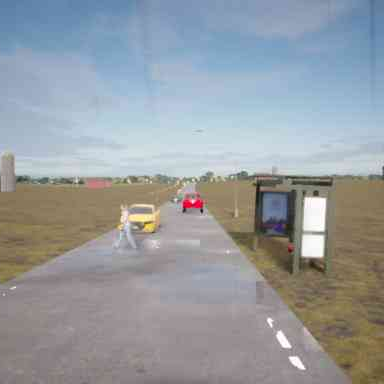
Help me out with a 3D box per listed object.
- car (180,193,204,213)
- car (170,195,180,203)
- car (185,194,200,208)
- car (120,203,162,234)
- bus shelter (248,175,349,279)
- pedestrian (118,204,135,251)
[{"bbox_3d":[0.099,1.132,36.293,2.150,2.045,5.566,0,-1,0],"label":"car"},{"bbox_3d":[-2.833,1.257,60.204,2.128,1.511,4.902,0,1,0],"label":"car"},{"bbox_3d":[0.067,1.209,47.276,2.097,1.767,4.553,0,0,0],"label":"car"},{"bbox_3d":[-2.852,1.455,19.234,1.882,1.535,5.008,0,1,0],"label":"car"},{"bbox_3d":[3.177,0.869,10.879,1.920,2.740,3.880,2,2,0],"label":"bus shelter"},{"bbox_3d":[-2.463,1.284,12.398,0.375,1.860,0.375,-3,3,-10],"label":"pedestrian"}]
